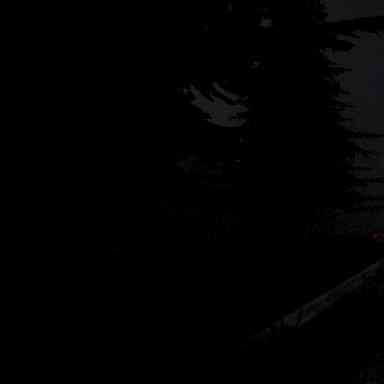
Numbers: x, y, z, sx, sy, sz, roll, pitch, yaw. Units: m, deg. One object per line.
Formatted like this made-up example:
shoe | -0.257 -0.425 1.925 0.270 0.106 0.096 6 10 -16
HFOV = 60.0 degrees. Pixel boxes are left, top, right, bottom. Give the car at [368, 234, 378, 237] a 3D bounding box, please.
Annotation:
car | 19.874 4.711 35.127 2.097 1.767 4.553 2 -7 19
